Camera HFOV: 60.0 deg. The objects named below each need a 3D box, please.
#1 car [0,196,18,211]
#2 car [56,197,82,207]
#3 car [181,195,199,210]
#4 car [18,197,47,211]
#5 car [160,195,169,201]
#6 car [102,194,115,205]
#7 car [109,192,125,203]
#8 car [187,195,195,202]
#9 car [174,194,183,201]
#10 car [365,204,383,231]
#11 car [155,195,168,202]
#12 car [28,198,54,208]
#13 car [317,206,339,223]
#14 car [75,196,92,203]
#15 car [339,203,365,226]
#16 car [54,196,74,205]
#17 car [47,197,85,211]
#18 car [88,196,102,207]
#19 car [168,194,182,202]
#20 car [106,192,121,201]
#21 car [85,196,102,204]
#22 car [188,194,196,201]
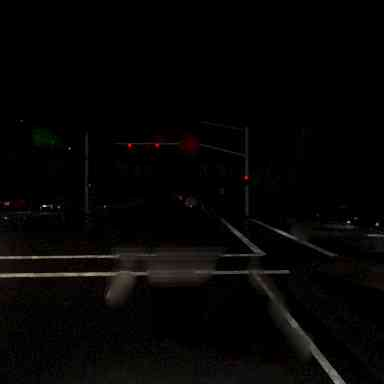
[{"bbox_3d":[-22.203,1.352,40.447,2.097,1.767,4.553,0,0,0],"label":"car"},{"bbox_3d":[-18.726,1.547,51.012,2.033,1.411,5.357,0,0,0],"label":"car"},{"bbox_3d":[-0.112,1.525,43.252,1.812,1.442,4.674,0,0,0],"label":"car"},{"bbox_3d":[-18.741,1.547,40.940,2.033,1.411,5.357,0,0,0],"label":"car"},{"bbox_3d":[-6.959,1.465,84.616,1.812,1.442,4.674,0,0,1],"label":"car"},{"bbox_3d":[-15.224,1.564,57.703,1.994,1.385,4.181,0,0,0],"label":"car"},{"bbox_3d":[-15.174,1.225,68.184,2.150,2.045,5.566,0,0,0],"label":"car"},{"bbox_3d":[-0.151,1.521,74.270,1.812,1.442,4.674,0,0,1],"label":"car"},{"bbox_3d":[-3.460,1.296,84.504,2.097,1.767,4.553,0,0,1],"label":"car"},{"bbox_3d":[12.489,1.493,17.982,4.902,1.511,2.128,0,0,1],"label":"car"},{"bbox_3d":[-7.151,1.536,74.255,2.033,1.411,5.357,0,0,1],"label":"car"},{"bbox_3d":[-22.222,1.564,49.079,1.994,1.385,4.181,0,0,0],"label":"car"},{"bbox_3d":[11.849,1.525,24.989,4.674,1.442,1.812,0,0,1],"label":"car"},{"bbox_3d":[-22.173,1.594,68.104,1.895,1.301,4.718,0,0,0],"label":"car"},{"bbox_3d":[12.788,1.548,21.479,5.357,1.411,2.033,0,0,1],"label":"car"},{"bbox_3d":[-22.213,1.526,57.880,1.812,1.442,4.674,0,0,0],"label":"car"},{"bbox_3d":[-15.203,1.491,40.390,2.128,1.511,4.902,0,0,0],"label":"car"},{"bbox_3d":[-15.221,1.564,49.293,1.994,1.385,4.181,0,0,0],"label":"car"},{"bbox_3d":[-3.648,1.551,74.675,1.994,1.385,4.181,0,0,1],"label":"car"},{"bbox_3d":[-18.594,0.956,78.589,2.150,2.045,5.566,0,0,1],"label":"car"},{"bbox_3d":[-18.698,1.503,63.385,1.837,1.490,4.892,0,1,0],"label":"car"},{"bbox_3d":[0.039,1.419,84.450,1.882,1.535,5.008,0,0,1],"label":"car"}]
